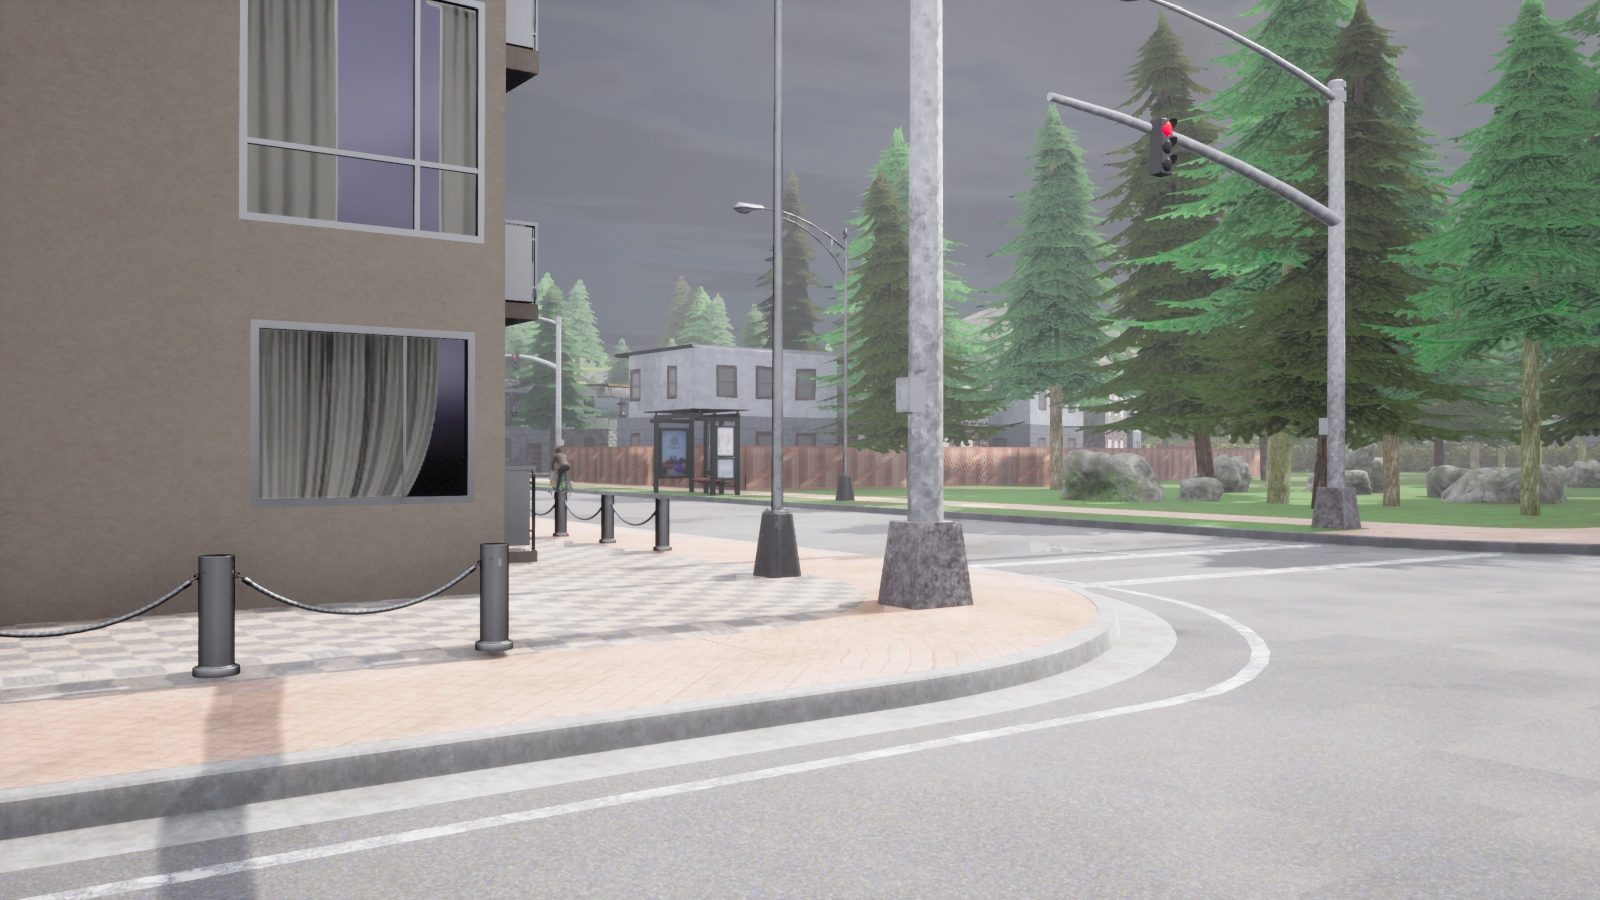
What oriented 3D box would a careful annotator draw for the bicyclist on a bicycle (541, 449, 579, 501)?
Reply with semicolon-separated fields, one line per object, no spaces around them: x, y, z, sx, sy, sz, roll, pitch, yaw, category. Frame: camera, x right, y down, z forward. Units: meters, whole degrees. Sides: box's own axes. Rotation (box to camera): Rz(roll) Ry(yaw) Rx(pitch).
-7.664;0.797;40.068;0.582;1.620;1.656;0;-1;-34;bicyclist on a bicycle

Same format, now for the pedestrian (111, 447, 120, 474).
-46.630;0.699;85.546;0.431;1.840;0.703;0;0;-37;pedestrian
